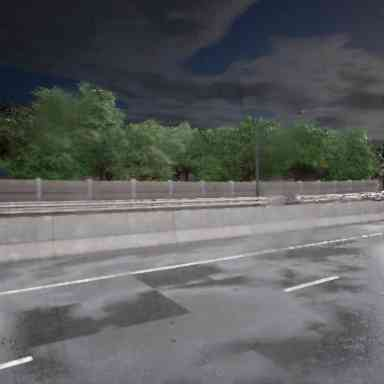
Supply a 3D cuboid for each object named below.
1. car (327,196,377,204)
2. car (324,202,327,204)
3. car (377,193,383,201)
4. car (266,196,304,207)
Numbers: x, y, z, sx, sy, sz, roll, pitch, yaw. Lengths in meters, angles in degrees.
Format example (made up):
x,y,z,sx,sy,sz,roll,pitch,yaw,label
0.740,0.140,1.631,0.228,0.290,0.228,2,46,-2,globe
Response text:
x,y,z,sx,sy,sz,roll,pitch,yaw,label
15.128,1.312,31.459,4.181,1.385,1.994,-1,0,-34,car
16.322,1.258,36.475,4.181,1.385,1.994,-1,1,-34,car
28.430,0.824,48.584,4.902,1.511,2.128,-2,1,-33,car
10.271,1.261,36.630,4.892,1.490,1.837,-1,0,-34,car
